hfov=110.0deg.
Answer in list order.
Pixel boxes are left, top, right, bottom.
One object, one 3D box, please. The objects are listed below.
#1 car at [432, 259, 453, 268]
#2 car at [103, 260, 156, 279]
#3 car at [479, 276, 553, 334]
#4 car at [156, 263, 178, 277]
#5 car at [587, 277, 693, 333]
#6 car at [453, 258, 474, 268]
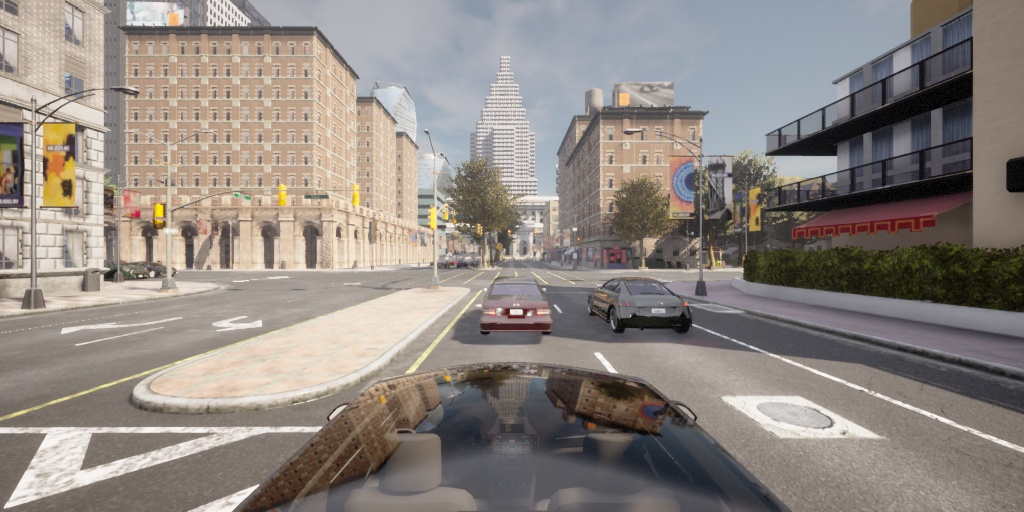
[{"bbox_3d":[-11.630,1.276,60.266,1.812,1.442,4.674,0,0,0],"label":"car"},{"bbox_3d":[-33.351,1.102,30.018,4.553,1.767,2.097,0,0,0],"label":"car"},{"bbox_3d":[0.091,1.297,10.530,2.033,1.411,5.357,0,0,0],"label":"car"},{"bbox_3d":[-34.193,1.255,33.513,4.892,1.490,1.837,0,0,0],"label":"car"},{"bbox_3d":[3.589,1.314,10.790,1.994,1.385,4.181,0,0,0],"label":"car"},{"bbox_3d":[-8.129,1.351,60.388,1.895,1.301,4.718,0,0,0],"label":"car"}]
